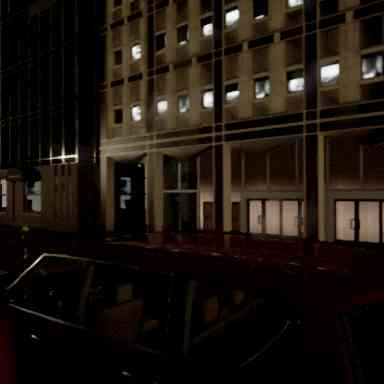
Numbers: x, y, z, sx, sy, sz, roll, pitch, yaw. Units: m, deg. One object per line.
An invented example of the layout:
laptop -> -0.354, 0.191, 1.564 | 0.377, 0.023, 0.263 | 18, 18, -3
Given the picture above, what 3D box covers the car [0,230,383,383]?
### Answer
car -> -0.511, 1.320, 3.248 | 5.009, 1.841, 2.192 | 0, 0, 36
